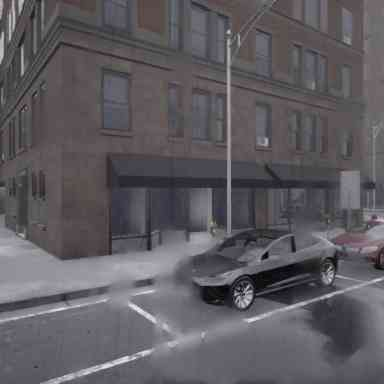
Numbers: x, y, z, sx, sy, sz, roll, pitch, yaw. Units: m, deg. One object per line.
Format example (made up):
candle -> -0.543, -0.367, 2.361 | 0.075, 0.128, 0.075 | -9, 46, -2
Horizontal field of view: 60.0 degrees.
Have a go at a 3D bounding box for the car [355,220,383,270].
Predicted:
car -> 6.122, 1.582, 10.905 | 4.206, 1.307, 1.802 | 0, 0, -36

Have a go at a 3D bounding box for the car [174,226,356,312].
car -> 1.644, 1.566, 7.709 | 4.313, 1.339, 1.947 | 0, 0, -36
